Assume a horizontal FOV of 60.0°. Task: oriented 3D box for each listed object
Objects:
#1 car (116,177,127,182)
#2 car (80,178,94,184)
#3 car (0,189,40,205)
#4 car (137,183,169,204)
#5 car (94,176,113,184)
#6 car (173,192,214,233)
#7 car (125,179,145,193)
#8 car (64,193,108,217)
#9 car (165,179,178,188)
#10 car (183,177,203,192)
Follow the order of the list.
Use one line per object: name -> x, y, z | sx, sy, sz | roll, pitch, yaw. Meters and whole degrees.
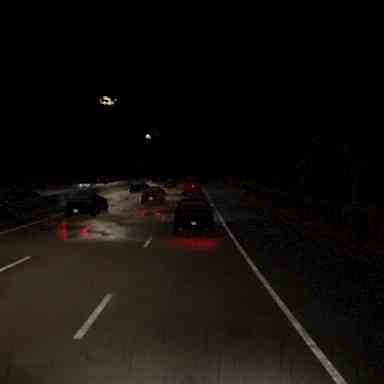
car -> -13.998, -2.280, 67.191 | 1.994, 1.385, 4.181 | 0, 3, 0
car -> -20.998, -2.229, 67.024 | 1.895, 1.301, 4.718 | 0, 3, 0
car -> -14.097, 0.458, 26.665 | 2.033, 1.411, 5.357 | 0, 4, 0
car -> -3.398, 0.212, 29.881 | 1.812, 1.442, 4.674 | 0, 4, 0
car -> -17.498, -2.472, 67.072 | 2.097, 1.767, 4.553 | 0, 3, 0
car -> 0.083, 1.049, 16.875 | 1.882, 1.535, 5.008 | 0, 3, 0
car -> -6.898, -0.710, 43.421 | 2.033, 1.411, 5.357 | 0, 4, 0
car -> -6.898, 0.767, 21.987 | 1.812, 1.442, 4.674 | 0, 4, 0
car -> -3.398, -1.460, 53.861 | 1.812, 1.442, 4.674 | 0, 4, 0
car -> 0.102, -0.770, 39.610 | 2.150, 2.045, 5.566 | 0, 4, 0
